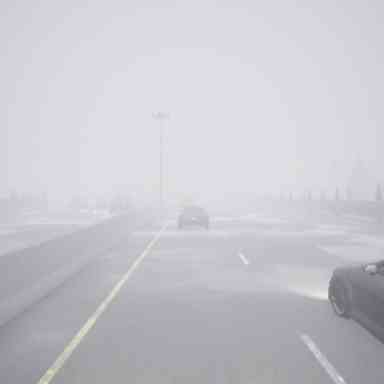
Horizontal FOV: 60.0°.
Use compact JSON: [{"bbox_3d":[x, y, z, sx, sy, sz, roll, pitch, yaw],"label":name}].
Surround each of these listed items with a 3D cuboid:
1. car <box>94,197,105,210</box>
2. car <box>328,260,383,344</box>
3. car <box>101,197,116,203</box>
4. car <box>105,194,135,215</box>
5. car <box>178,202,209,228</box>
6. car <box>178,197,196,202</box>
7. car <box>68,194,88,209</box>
[{"bbox_3d":[-11.956,1.602,44.517,1.837,1.490,4.892,0,0,-10],"label":"car"},{"bbox_3d":[3.600,1.565,4.719,1.994,1.385,4.181,0,0,0],"label":"car"},{"bbox_3d":[-18.831,1.758,74.889,2.033,1.411,5.357,0,0,-27],"label":"car"},{"bbox_3d":[-7.367,1.280,35.389,2.150,2.045,5.566,0,0,-4],"label":"car"},{"bbox_3d":[0.102,1.590,22.334,1.994,1.385,4.181,0,0,0],"label":"car"},{"bbox_3d":[-0.580,1.423,39.810,2.097,1.767,4.553,0,0,-6],"label":"car"},{"bbox_3d":[-15.866,1.337,46.618,2.150,2.045,5.566,0,-1,-11],"label":"car"}]
